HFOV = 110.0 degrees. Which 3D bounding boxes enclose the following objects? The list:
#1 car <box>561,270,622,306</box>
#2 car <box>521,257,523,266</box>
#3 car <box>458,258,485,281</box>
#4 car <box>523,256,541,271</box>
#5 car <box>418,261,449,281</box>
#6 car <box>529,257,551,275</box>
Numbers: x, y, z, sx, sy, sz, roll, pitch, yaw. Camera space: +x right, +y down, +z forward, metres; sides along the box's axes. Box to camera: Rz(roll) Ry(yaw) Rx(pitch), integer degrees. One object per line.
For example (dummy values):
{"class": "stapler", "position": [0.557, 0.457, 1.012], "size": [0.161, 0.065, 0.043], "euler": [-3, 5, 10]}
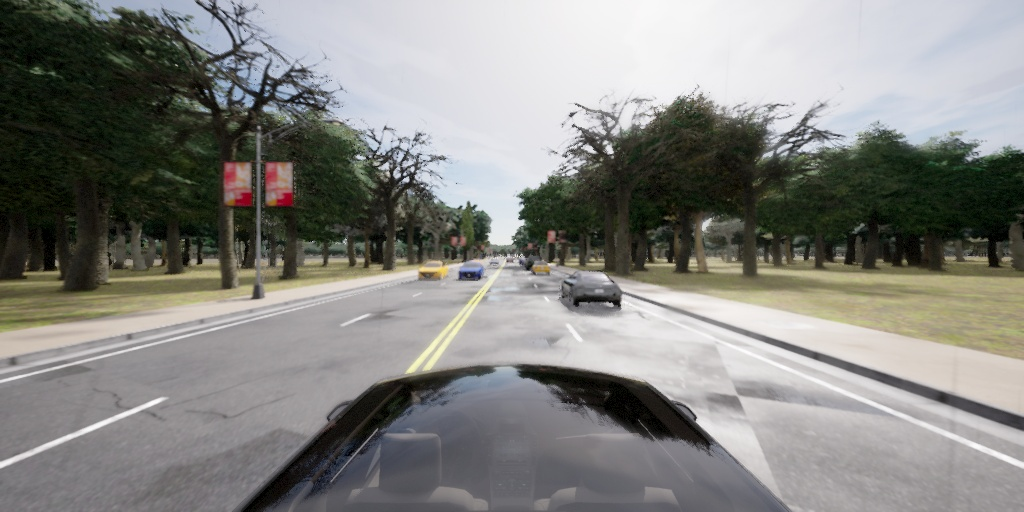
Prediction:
{"class": "car", "position": [3.331, 1.313, 15.696], "size": [1.994, 1.385, 4.181], "euler": [0, 0, 0]}
{"class": "car", "position": [3.037, 1.217, 61.271], "size": [2.128, 1.511, 4.902], "euler": [0, 0, 0]}
{"class": "car", "position": [-3.405, 1.225, 30.791], "size": [1.882, 1.535, 5.008], "euler": [0, 0, 0]}
{"class": "car", "position": [3.103, 0.958, 50.295], "size": [2.150, 2.045, 5.566], "euler": [0, 0, 0]}
{"class": "car", "position": [-6.654, 1.226, 30.784], "size": [1.882, 1.535, 5.008], "euler": [0, 0, 0]}
{"class": "car", "position": [3.157, 1.201, 39.450], "size": [1.801, 1.575, 5.366], "euler": [0, 0, 0]}
